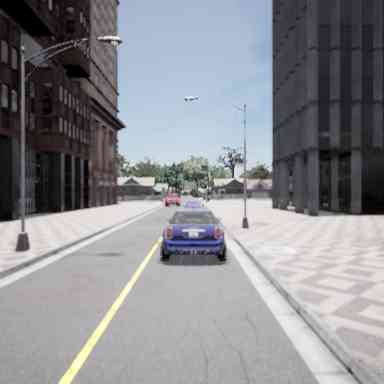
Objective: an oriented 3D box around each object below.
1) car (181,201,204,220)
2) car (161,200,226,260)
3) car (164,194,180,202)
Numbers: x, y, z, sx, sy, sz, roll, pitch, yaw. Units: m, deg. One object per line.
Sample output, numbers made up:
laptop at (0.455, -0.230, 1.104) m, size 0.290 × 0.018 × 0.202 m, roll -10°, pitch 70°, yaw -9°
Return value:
car at (0.069, 1.551, 28.909) m, size 1.812 × 1.442 × 4.674 m, roll 0°, pitch 0°, yaw 0°
car at (0.065, 1.363, 12.611) m, size 2.097 × 1.767 × 4.553 m, roll 0°, pitch 0°, yaw 0°
car at (-3.080, 1.285, 52.077) m, size 2.150 × 2.045 × 5.566 m, roll 0°, pitch 0°, yaw 0°
